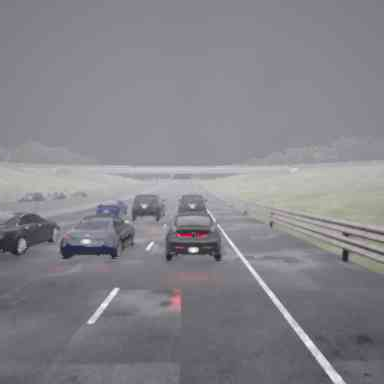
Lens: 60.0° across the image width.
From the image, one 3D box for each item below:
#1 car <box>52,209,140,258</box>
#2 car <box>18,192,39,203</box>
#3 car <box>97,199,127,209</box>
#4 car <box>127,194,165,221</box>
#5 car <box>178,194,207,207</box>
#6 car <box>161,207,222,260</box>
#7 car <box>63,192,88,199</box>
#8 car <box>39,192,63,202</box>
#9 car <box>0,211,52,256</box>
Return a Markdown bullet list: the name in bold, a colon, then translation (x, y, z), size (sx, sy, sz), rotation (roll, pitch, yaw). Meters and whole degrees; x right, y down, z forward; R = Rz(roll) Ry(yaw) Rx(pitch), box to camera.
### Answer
- **car**: translation (-3.438, 1.583, 12.843), size (1.994, 1.385, 4.181), rotation (0, 0, 0)
- **car**: translation (-24.588, 0.815, 50.931), size (2.097, 1.767, 4.553), rotation (0, 1, 0)
- **car**: translation (-6.942, 1.378, 29.432), size (1.882, 1.535, 5.008), rotation (0, 1, 0)
- **car**: translation (-3.451, 1.155, 26.930), size (2.150, 2.045, 5.566), rotation (0, 1, 0)
- **car**: translation (0.048, 1.156, 26.883), size (2.150, 2.045, 5.566), rotation (0, 1, 0)
- **car**: translation (0.058, 1.524, 12.471), size (1.837, 1.490, 4.892), rotation (0, -1, 0)
- **car**: translation (-17.593, 0.807, 51.279), size (2.097, 1.767, 4.553), rotation (0, 1, 0)
- **car**: translation (-21.090, 0.942, 51.425), size (2.128, 1.511, 4.902), rotation (0, 1, 0)
- **car**: translation (-6.937, 1.526, 13.198), size (1.837, 1.490, 4.892), rotation (0, 0, 0)
